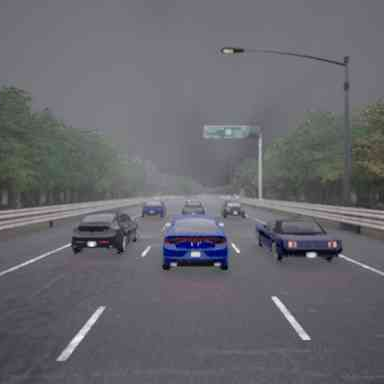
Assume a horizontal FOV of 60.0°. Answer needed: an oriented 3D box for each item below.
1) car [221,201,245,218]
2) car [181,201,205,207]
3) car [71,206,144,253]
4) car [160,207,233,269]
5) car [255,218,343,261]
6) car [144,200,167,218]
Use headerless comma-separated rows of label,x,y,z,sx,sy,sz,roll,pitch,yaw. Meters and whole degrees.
car,3.614,1.559,29.976,1.812,1.442,4.674,0,0,0
car,0.112,1.523,28.993,2.128,1.511,4.902,0,0,0
car,-3.396,1.516,13.693,1.837,1.490,4.892,0,0,0
car,0.100,1.486,11.194,1.882,1.535,5.008,0,0,0
car,3.604,1.610,12.225,1.895,1.301,4.718,0,0,0
car,-3.386,1.512,30.561,1.882,1.535,5.008,0,0,0
